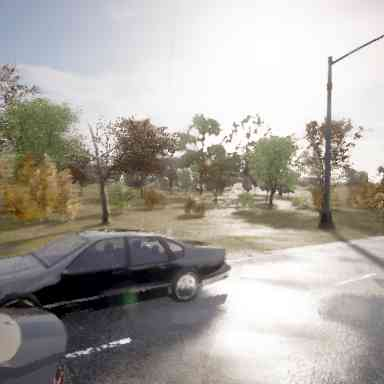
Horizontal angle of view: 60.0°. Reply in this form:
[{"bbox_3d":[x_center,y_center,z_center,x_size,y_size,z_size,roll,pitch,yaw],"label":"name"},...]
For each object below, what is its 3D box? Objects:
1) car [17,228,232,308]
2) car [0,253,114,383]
[{"bbox_3d":[-1.681,1.452,6.462,5.357,1.411,2.033,1,1,-36],"label":"car"},{"bbox_3d":[-3.057,1.437,1.465,4.892,1.490,1.837,1,1,-36],"label":"car"}]
